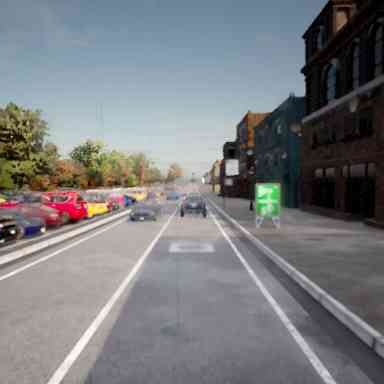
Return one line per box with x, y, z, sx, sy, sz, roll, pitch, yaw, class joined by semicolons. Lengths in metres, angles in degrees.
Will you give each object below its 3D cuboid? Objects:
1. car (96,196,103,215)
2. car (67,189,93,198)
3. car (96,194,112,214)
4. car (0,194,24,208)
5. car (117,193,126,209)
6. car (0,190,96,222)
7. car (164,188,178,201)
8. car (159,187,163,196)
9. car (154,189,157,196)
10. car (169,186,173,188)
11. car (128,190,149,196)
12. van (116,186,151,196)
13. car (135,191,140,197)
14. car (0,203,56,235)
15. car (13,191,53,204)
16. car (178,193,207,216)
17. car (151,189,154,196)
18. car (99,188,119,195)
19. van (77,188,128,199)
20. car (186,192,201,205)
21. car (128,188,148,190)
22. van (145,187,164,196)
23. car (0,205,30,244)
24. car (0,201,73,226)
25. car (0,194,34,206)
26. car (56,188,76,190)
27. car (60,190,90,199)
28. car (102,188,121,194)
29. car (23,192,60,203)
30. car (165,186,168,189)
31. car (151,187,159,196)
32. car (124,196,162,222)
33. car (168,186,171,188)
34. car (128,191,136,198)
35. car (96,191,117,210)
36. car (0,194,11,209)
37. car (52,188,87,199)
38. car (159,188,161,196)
-9.568;1.260;24.548;5.008;1.535;2.097;0;1;1;car
-22.297;0.284;66.394;4.553;1.767;2.185;0;1;1;car
-9.733;1.203;27.333;5.366;1.575;1.946;0;1;1;car
-22.530;0.985;38.553;4.892;1.521;2.231;0;1;1;car
-9.502;1.099;32.896;4.892;1.521;2.231;0;1;1;car
-9.627;1.063;21.761;5.566;2.045;2.435;0;1;1;car
-3.165;0.599;55.644;1.882;1.535;5.008;0;1;1;car
-9.346;0.351;69.073;5.366;1.575;1.946;0;1;1;car
-9.241;0.573;60.724;4.674;1.452;2.002;0;1;1;car
-8.743;-0.197;94.112;5.366;1.575;1.946;0;1;1;car
-9.181;0.818;46.808;5.366;1.575;1.946;0;1;1;car
-9.199;0.483;52.307;4.442;1.987;1.878;0;1;1;van
-9.413;0.933;41.244;5.008;1.535;2.097;0;1;1;car
-9.621;1.447;16.199;4.792;1.488;2.163;0;1;1;car
-22.415;0.691;46.903;4.553;1.767;2.185;0;1;1;car
0.141;1.020;28.254;2.097;1.767;4.553;0;1;1;car
-9.260;0.679;55.159;4.792;1.488;2.163;0;1;1;car
-22.092;-0.199;88.542;4.553;1.767;2.185;0;1;1;car
-9.587;0.818;35.676;4.442;1.987;1.878;0;1;1;van
0.200;0.841;45.180;1.837;1.490;4.892;0;1;0;car
-9.310;0.638;49.590;4.553;1.767;2.185;0;1;1;car
-8.943;-0.112;80.071;4.442;1.987;1.878;0;1;1;van
-9.671;1.459;13.411;5.008;1.535;2.097;0;1;1;car
-9.622;1.408;18.984;4.674;1.452;2.002;0;1;1;car
-22.526;0.958;41.336;4.792;1.488;2.163;0;1;1;car
-22.337;0.520;55.255;4.553;1.767;2.185;0;1;1;car
-22.298;0.471;63.611;4.892;1.521;2.231;0;1;1;car
-22.066;-0.260;91.326;4.553;1.767;2.185;0;1;1;car
-22.423;0.800;49.691;4.674;1.452;2.002;0;1;1;car
-9.055;-0.079;77.413;5.566;2.045;2.435;0;1;1;car
-9.181;0.348;63.502;4.553;1.767;2.185;0;1;1;car
-3.256;1.289;24.424;2.033;1.411;5.357;0;1;1;car
-8.984;-0.103;91.332;4.792;1.488;2.163;0;1;1;car
-9.449;0.988;38.462;5.008;1.535;2.097;0;1;1;car
-9.491;1.029;29.986;4.553;1.767;2.185;0;1;1;car
-22.555;1.039;35.769;5.008;1.535;2.097;0;1;1;car
-22.290;0.277;60.823;5.566;2.045;2.435;0;1;1;car
-9.193;0.415;66.289;4.892;1.521;2.231;0;1;1;car
